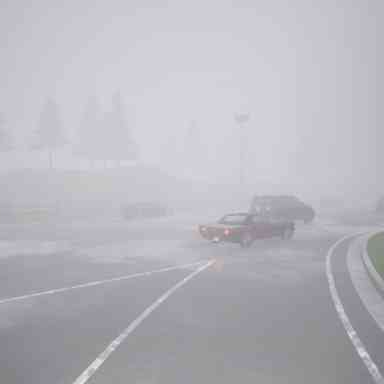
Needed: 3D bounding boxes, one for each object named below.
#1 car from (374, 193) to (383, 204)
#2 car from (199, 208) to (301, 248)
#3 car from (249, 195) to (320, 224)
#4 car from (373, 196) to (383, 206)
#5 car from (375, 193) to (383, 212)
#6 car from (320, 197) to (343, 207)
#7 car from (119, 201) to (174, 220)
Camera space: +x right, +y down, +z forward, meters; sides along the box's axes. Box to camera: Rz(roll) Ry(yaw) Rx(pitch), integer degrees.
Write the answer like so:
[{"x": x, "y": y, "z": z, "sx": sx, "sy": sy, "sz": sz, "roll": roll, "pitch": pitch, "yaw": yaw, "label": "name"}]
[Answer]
[{"x": 37.755, "y": 1.206, "z": 64.982, "sx": 5.566, "sy": 2.045, "sz": 2.150, "roll": 0, "pitch": 0, "yaw": -42, "label": "car"}, {"x": 2.619, "y": 1.596, "z": 14.840, "sx": 4.718, "sy": 1.301, "sz": 1.895, "roll": 0, "pitch": 0, "yaw": -42, "label": "car"}, {"x": 6.142, "y": 1.215, "z": 22.663, "sx": 5.566, "sy": 2.045, "sz": 2.150, "roll": 0, "pitch": 0, "yaw": -42, "label": "car"}, {"x": 32.142, "y": 1.462, "z": 55.311, "sx": 5.008, "sy": 1.535, "sz": 1.882, "roll": 0, "pitch": 0, "yaw": -42, "label": "car"}, {"x": 22.232, "y": 1.341, "z": 36.984, "sx": 4.553, "sy": 1.767, "sz": 2.097, "roll": 0, "pitch": 0, "yaw": -42, "label": "car"}, {"x": 20.793, "y": 1.463, "z": 49.760, "sx": 5.008, "sy": 1.535, "sz": 1.882, "roll": 0, "pitch": 0, "yaw": -42, "label": "car"}, {"x": -3.754, "y": 1.497, "z": 27.912, "sx": 4.892, "sy": 1.490, "sz": 1.837, "roll": 0, "pitch": 0, "yaw": -42, "label": "car"}]
